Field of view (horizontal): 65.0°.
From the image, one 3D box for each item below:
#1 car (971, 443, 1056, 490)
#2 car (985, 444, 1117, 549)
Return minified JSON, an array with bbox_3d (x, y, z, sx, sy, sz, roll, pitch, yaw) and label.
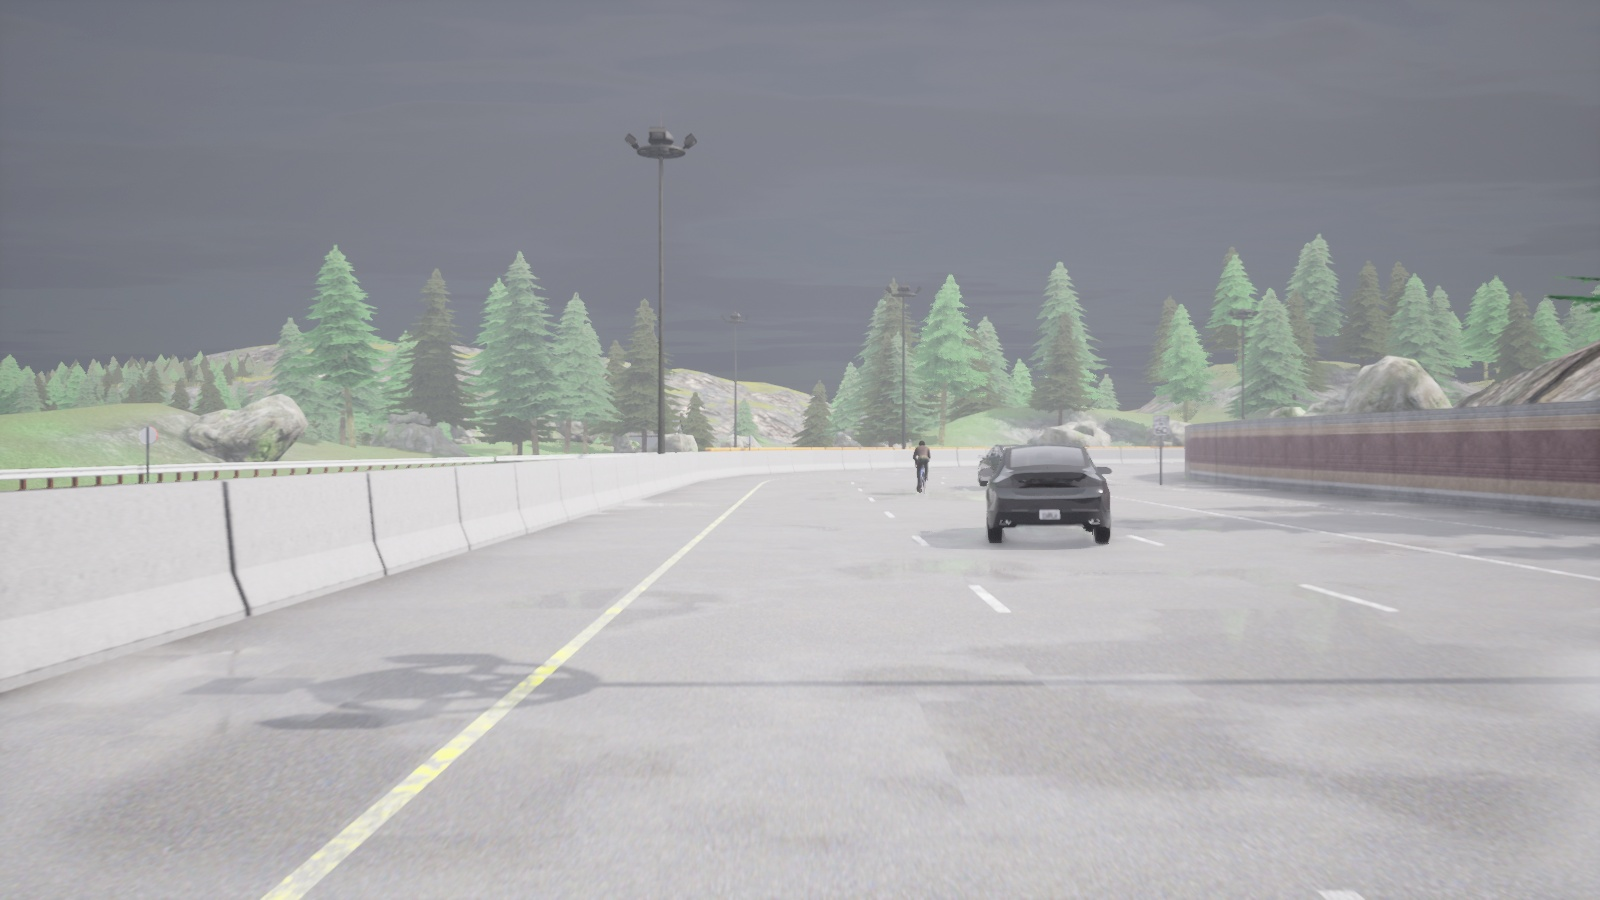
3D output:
[{"bbox_3d":[7.249,0.532,43.157,2.128,1.511,4.902,0,0,0],"label":"car"},{"bbox_3d":[4.054,0.671,20.560,1.837,1.490,4.892,-1,0,10],"label":"car"}]
